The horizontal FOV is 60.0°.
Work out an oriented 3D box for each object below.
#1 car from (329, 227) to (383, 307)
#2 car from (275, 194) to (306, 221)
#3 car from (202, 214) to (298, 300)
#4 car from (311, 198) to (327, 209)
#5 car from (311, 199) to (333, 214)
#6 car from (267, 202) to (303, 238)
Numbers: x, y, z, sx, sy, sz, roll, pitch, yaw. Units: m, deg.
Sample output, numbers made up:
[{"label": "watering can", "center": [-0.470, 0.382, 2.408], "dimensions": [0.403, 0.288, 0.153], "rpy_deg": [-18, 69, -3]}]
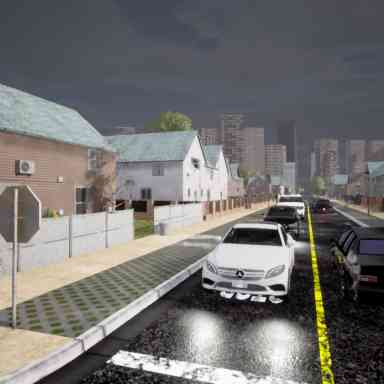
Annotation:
[{"label": "car", "center": [4.445, 1.551, 7.947], "dimensions": [2.033, 1.411, 5.357], "rpy_deg": [0, 0, 19]}, {"label": "car", "center": [8.376, 1.237, 28.122], "dimensions": [2.150, 2.045, 5.566], "rpy_deg": [0, 0, 19]}, {"label": "car", "center": [1.685, 1.533, 8.693], "dimensions": [1.812, 1.442, 4.674], "rpy_deg": [0, 0, 19]}, {"label": "car", "center": [17.590, 1.586, 46.181], "dimensions": [1.994, 1.385, 4.181], "rpy_deg": [0, 0, 19]}, {"label": "car", "center": [14.352, 1.522, 36.545], "dimensions": [1.837, 1.490, 4.892], "rpy_deg": [0, 0, 18]}, {"label": "car", "center": [4.915, 1.516, 18.083], "dimensions": [1.837, 1.490, 4.892], "rpy_deg": [0, 0, 19]}]
